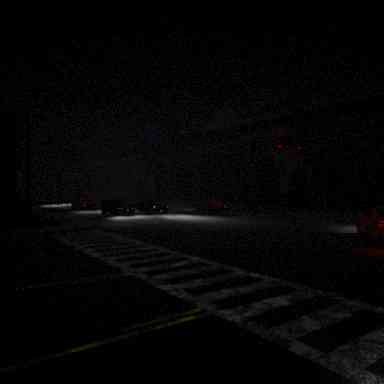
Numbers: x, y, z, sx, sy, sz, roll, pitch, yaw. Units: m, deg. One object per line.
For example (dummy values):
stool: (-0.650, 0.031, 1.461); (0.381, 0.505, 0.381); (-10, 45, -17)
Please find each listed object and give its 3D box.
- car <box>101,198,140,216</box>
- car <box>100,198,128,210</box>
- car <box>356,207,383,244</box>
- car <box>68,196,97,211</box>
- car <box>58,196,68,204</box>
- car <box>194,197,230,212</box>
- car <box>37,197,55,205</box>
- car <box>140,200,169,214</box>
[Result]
car: (-7.203, 1.435, 32.081); (1.837, 1.490, 4.892); (0, 0, -36)
car: (-9.865, 1.474, 41.855); (1.994, 1.385, 4.181); (0, 0, -35)
car: (8.765, 1.391, 15.041); (1.882, 1.535, 5.008); (0, 0, 20)
car: (-13.089, 1.408, 40.347); (1.882, 1.535, 5.008); (0, 1, -35)
car: (-22.598, 1.475, 59.827); (1.994, 1.385, 4.181); (0, 0, -37)
car: (2.138, 1.349, 37.311); (1.882, 1.535, 5.008); (0, 0, -35)
car: (-25.266, 1.531, 57.561); (1.895, 1.301, 4.718); (0, 0, -37)
car: (-4.227, 1.512, 33.938); (1.895, 1.301, 4.718); (0, 0, -35)
